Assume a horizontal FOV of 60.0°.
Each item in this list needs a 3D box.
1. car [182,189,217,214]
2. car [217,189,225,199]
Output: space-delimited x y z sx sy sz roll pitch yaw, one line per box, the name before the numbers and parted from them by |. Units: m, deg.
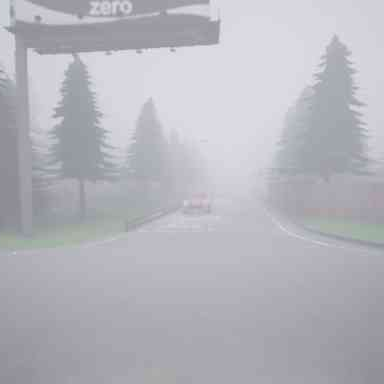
car | 0.549 0.757 26.562 2.097 1.767 4.553 -1 1 8
car | 4.111 0.263 52.110 2.128 1.511 4.902 -1 1 8
